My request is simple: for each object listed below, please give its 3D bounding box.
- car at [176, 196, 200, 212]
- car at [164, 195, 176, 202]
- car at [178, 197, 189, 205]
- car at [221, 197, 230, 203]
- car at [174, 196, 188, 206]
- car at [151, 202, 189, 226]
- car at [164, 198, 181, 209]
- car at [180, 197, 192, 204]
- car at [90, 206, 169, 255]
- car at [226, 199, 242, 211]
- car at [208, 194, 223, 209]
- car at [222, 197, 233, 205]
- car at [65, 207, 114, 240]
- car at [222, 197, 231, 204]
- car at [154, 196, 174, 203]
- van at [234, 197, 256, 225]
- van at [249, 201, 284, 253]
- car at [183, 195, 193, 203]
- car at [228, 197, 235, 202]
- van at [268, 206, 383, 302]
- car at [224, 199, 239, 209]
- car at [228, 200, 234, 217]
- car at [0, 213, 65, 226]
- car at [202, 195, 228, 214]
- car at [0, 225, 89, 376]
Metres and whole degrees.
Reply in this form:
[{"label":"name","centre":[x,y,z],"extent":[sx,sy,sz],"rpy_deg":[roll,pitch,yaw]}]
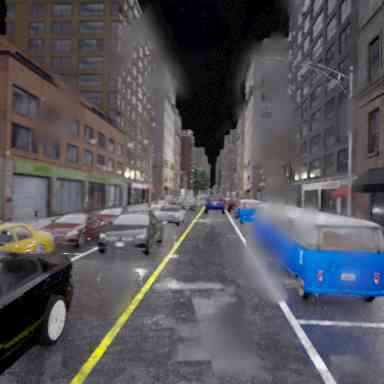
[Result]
[{"label":"car","centre":[-0.380,1.575,39.573],"extent":[1.837,1.490,4.892],"rpy_deg":[1,0,4]},{"label":"car","centre":[-3.081,1.339,41.751],"extent":[2.192,1.841,5.009],"rpy_deg":[2,0,4]},{"label":"car","centre":[-1.592,1.642,63.501],"extent":[1.752,1.417,4.829],"rpy_deg":[2,0,4]},{"label":"car","centre":[8.054,1.923,79.530],"extent":[2.008,1.369,4.403],"rpy_deg":[2,0,4]},{"label":"car","centre":[-1.954,1.533,58.190],"extent":[1.967,1.590,4.097],"rpy_deg":[2,0,4]},{"label":"car","centre":[-1.576,1.615,23.542],"extent":[1.895,1.301,4.718],"rpy_deg":[1,0,4]},{"label":"car","centre":[-2.712,1.628,47.231],"extent":[1.802,1.307,4.206],"rpy_deg":[2,0,4]},{"label":"car","centre":[-1.204,1.694,69.150],"extent":[2.008,1.369,4.403],"rpy_deg":[2,0,4]},{"label":"car","centre":[-2.273,1.505,13.497],"extent":[1.812,1.442,4.674],"rpy_deg":[1,0,4]},{"label":"car","centre":[5.797,1.787,46.659],"extent":[1.947,1.339,4.313],"rpy_deg":[2,0,4]},{"label":"car","centre":[3.464,1.405,49.954],"extent":[2.150,2.045,5.566],"rpy_deg":[1,0,2]},{"label":"car","centre":[7.302,1.863,68.573],"extent":[1.887,1.381,4.507],"rpy_deg":[2,0,4]},{"label":"car","centre":[-4.973,1.507,14.351],"extent":[1.802,1.307,4.206],"rpy_deg":[2,0,4]},{"label":"car","centre":[7.678,1.890,74.052],"extent":[1.887,1.381,4.507],"rpy_deg":[2,0,4]},{"label":"car","centre":[-3.475,1.528,36.101],"extent":[1.752,1.417,4.829],"rpy_deg":[2,0,4]},{"label":"van","centre":[4.299,1.480,24.746],"extent":[1.690,1.788,3.998],"rpy_deg":[2,0,4]},{"label":"van","centre":[3.546,1.442,13.788],"extent":[1.690,1.788,3.998],"rpy_deg":[2,0,4]},{"label":"car","centre":[-0.824,1.610,74.630],"extent":[1.967,1.590,4.097],"rpy_deg":[2,0,4]},{"label":"car","centre":[5.428,1.515,41.182],"extent":[2.192,1.841,5.009],"rpy_deg":[2,0,4]},{"label":"van","centre":[3.169,1.424,8.310],"extent":[1.690,1.788,3.998],"rpy_deg":[2,0,4]},{"label":"car","centre":[6.174,1.795,52.138],"extent":[2.008,1.369,4.403],"rpy_deg":[2,0,4]},{"label":"car","centre":[4.669,1.709,30.224],"extent":[2.008,1.369,4.403],"rpy_deg":[2,0,4]},{"label":"car","centre":[-5.360,1.431,8.701],"extent":[1.752,1.417,4.829],"rpy_deg":[2,0,4]},{"label":"car","centre":[2.598,1.354,37.634],"extent":[2.150,2.045,5.566],"rpy_deg":[1,0,4]},{"label":"car","centre":[-2.968,1.424,3.503],"extent":[1.882,1.535,5.008],"rpy_deg":[1,0,3]}]
